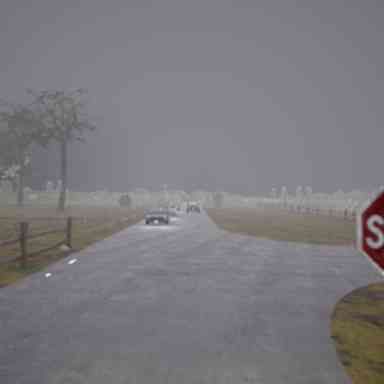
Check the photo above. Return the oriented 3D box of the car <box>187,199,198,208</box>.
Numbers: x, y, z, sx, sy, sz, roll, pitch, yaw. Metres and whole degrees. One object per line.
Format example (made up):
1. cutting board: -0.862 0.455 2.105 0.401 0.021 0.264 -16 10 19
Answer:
1. car: 0.134 2.384 69.437 2.097 1.767 4.553 0 -1 0

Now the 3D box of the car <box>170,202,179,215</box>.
1. car: -2.808 2.128 38.623 1.895 1.301 4.718 0 -1 0

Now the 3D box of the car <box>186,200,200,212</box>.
1. car: 0.155 2.217 49.016 1.812 1.442 4.674 0 -1 0

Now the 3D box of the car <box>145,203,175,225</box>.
1. car: -2.771 1.917 27.935 2.033 1.411 5.357 0 -1 -1

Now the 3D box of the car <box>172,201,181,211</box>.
1. car: -2.778 2.238 51.591 1.837 1.490 4.892 0 -1 0
